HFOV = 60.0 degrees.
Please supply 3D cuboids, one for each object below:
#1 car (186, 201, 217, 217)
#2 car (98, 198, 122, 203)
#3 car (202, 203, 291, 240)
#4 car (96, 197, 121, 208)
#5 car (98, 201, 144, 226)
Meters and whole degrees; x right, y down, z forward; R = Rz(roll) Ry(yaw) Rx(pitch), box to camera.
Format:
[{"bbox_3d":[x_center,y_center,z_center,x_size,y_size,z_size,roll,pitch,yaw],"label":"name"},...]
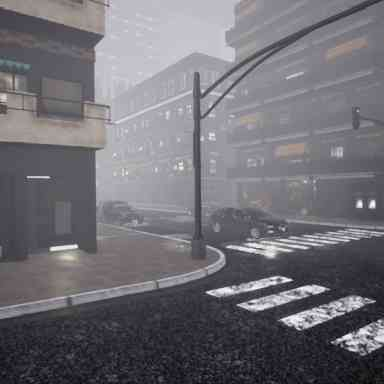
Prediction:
[{"bbox_3d":[1.212,1.512,29.190,2.008,1.369,4.403,-1,1,-36],"label":"car"},{"bbox_3d":[-6.876,1.542,31.114,1.837,1.490,4.892,-1,1,-36],"label":"car"},{"bbox_3d":[2.909,1.530,17.643,1.837,1.490,4.892,-1,1,-36],"label":"car"},{"bbox_3d":[-11.916,1.519,47.249,1.887,1.381,4.507,-1,1,-36],"label":"car"},{"bbox_3d":[-5.161,1.632,24.557,1.947,1.339,4.313,-1,1,-36],"label":"car"}]
